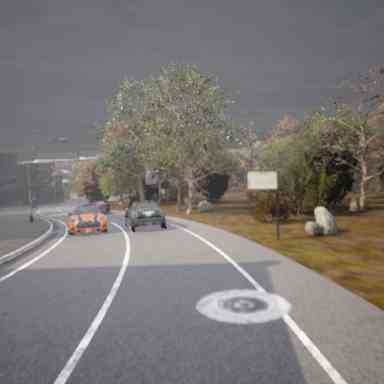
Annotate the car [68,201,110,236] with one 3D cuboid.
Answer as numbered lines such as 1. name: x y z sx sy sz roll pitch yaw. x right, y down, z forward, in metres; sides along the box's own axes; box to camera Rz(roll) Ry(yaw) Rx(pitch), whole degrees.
1. car: -6.309 1.539 20.160 2.097 1.767 4.553 -3 0 -18

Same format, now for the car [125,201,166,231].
1. car: -3.088 1.343 21.169 2.097 1.767 4.553 -4 0 -16

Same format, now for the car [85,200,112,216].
1. car: -11.038 1.834 38.954 1.882 1.535 5.008 -5 1 -29
